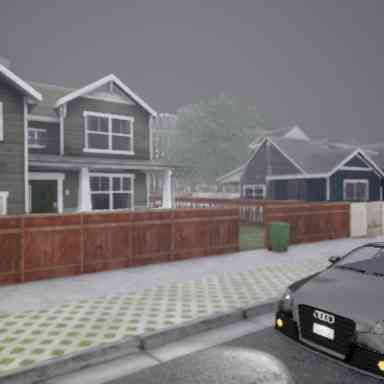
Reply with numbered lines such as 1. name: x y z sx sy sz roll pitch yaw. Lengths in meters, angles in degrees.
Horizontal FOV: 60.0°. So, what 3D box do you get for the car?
1. car: 3.286 1.548 5.279 4.181 1.385 1.994 0 0 -34
